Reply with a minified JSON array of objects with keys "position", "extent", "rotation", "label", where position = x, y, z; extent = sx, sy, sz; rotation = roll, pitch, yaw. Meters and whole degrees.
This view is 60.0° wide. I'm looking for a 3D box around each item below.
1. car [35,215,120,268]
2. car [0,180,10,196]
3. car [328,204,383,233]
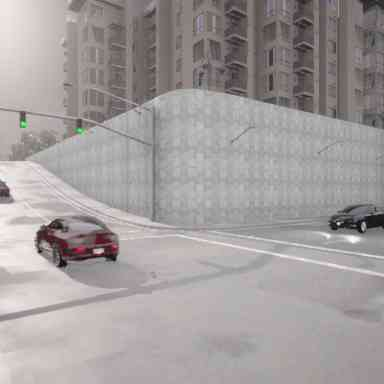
[{"position":[-4.026,1.527,11.419],"extent":[1.812,1.442,4.674],"rotation":[0,0,-36],"label":"car"},{"position":[-18.992,-0.522,32.226],"extent":[1.994,1.385,4.181],"rotation":[0,10,-36],"label":"car"},{"position":[10.067,1.505,19.786],"extent":[4.892,1.490,1.837],"rotation":[0,0,-36],"label":"car"}]
